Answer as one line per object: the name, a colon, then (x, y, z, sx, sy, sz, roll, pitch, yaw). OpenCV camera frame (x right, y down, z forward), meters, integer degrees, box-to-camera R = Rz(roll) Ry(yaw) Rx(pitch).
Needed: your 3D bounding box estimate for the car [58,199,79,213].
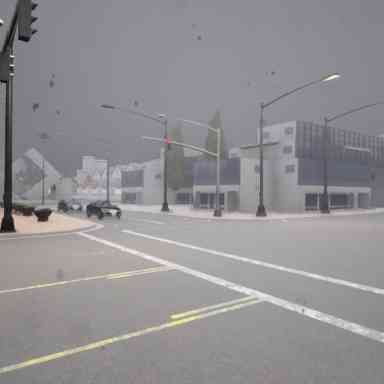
car: (-13.800, 1.499, 37.595, 2.128, 1.511, 4.902, 1, 0, -35)

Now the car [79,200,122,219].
car: (-7.743, 1.501, 28.912, 2.128, 1.511, 4.902, 1, 0, -35)
